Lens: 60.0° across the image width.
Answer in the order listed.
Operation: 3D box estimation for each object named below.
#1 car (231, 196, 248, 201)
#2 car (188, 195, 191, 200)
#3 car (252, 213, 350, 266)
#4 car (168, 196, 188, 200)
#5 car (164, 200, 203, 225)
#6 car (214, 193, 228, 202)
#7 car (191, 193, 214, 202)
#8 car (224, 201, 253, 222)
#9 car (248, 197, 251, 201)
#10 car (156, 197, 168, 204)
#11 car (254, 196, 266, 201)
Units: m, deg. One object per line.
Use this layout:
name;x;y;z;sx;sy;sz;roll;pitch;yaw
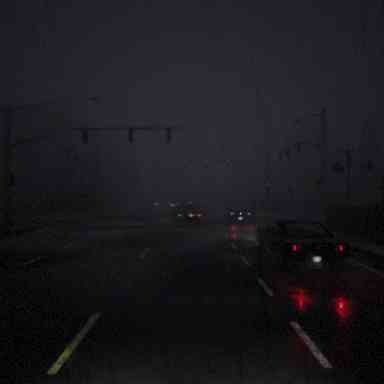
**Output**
car;11.464;1.678;82.744;1.812;1.442;4.674;0;0;38
car;-0.162;1.509;84.253;2.097;1.767;4.553;0;0;28
car;3.562;1.623;11.653;1.895;1.301;4.718;0;0;0
car;-2.825;1.722;67.568;1.895;1.301;4.718;0;0;12
car;-0.562;1.593;24.435;2.033;1.411;5.357;0;0;-11
car;6.829;1.378;82.223;2.150;2.045;5.566;0;0;35
car;2.713;1.378;82.242;2.150;2.045;5.566;0;0;28
car;3.649;1.651;26.775;1.895;1.301;4.718;0;0;1
car;13.747;1.708;90.392;5.357;1.411;2.033;0;0;-39
car;-5.994;1.669;69.412;2.033;1.411;5.357;0;0;12
car;18.634;1.763;89.923;4.718;1.301;1.895;0;0;-36
